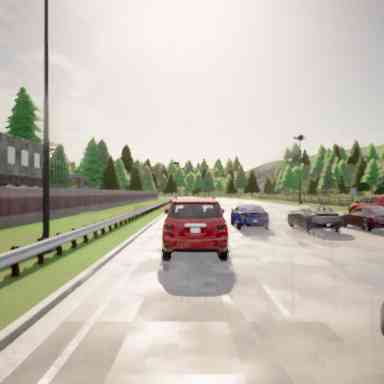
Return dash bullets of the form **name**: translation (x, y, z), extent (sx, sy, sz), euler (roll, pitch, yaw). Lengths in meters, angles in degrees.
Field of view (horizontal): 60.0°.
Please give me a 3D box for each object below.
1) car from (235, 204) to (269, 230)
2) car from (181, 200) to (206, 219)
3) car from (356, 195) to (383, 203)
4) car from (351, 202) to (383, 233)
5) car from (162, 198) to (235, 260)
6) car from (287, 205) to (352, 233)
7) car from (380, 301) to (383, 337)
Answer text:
- **car**: translation (3.606, 1.500, 21.393), extent (1.882, 1.535, 5.008), euler (0, 0, 0)
- **car**: translation (0.111, 1.524, 30.962), extent (2.128, 1.511, 4.902), euler (0, 0, 0)
- **car**: translation (14.106, 1.247, 25.376), extent (2.150, 2.045, 5.566), euler (0, 0, 0)
- **car**: translation (10.592, 1.546, 19.894), extent (1.812, 1.442, 4.674), euler (0, 0, 0)
- **car**: translation (0.102, 1.234, 12.558), extent (2.150, 2.045, 5.566), euler (0, 0, 0)
- **car**: translation (7.106, 1.512, 19.725), extent (2.128, 1.511, 4.902), euler (0, 0, 0)
- **car**: translation (3.601, 1.508, 2.791), extent (1.837, 1.490, 4.892), euler (0, 0, 0)
